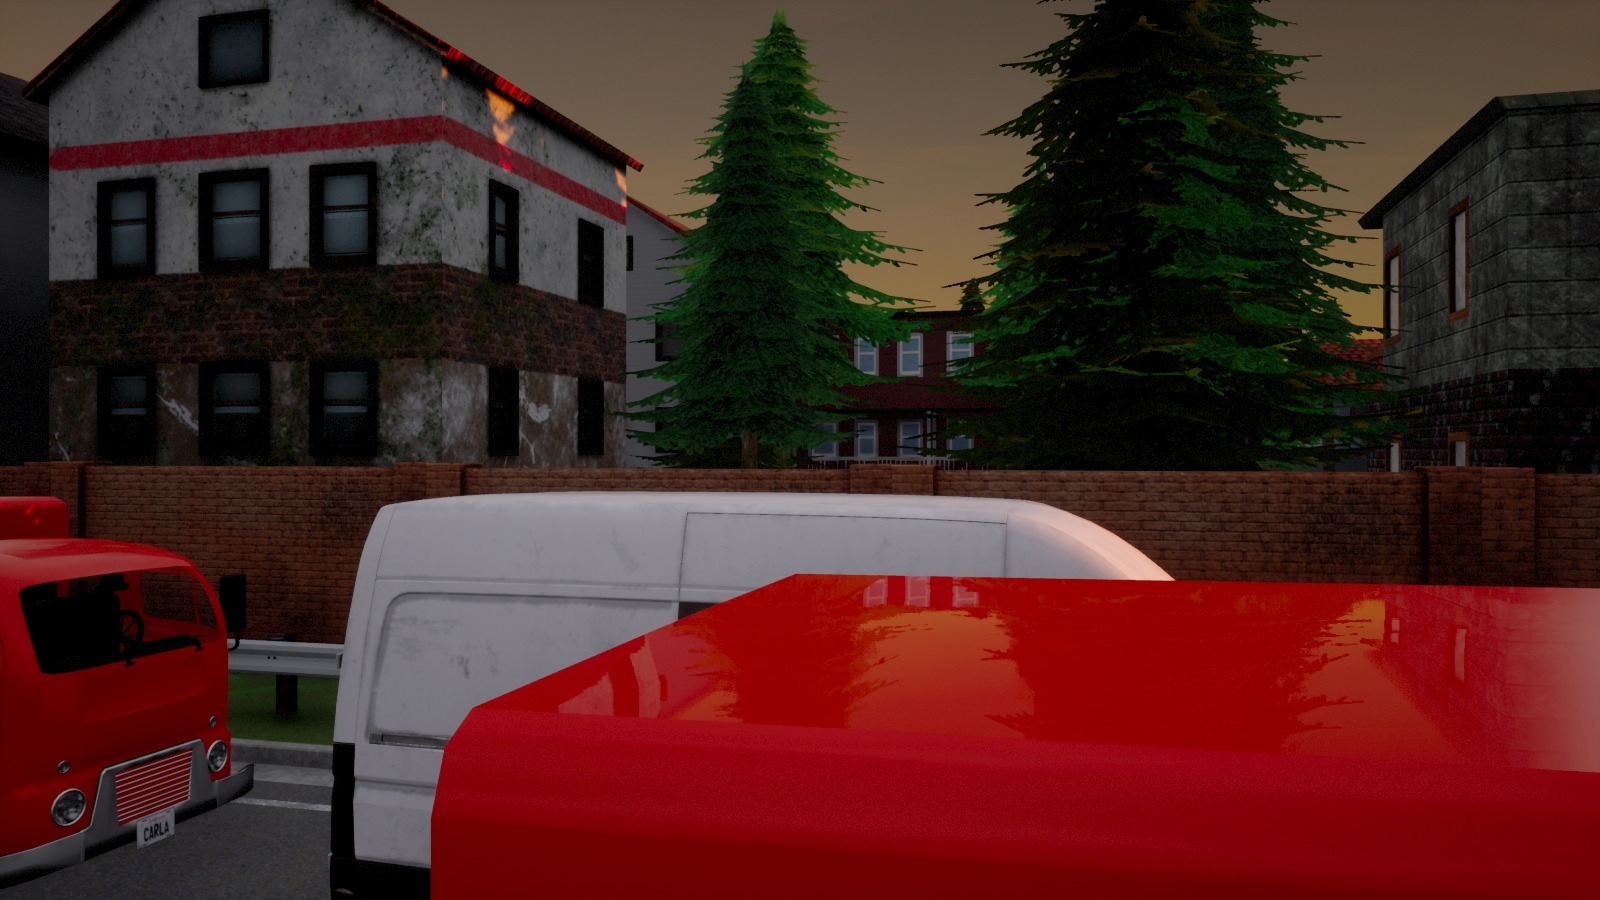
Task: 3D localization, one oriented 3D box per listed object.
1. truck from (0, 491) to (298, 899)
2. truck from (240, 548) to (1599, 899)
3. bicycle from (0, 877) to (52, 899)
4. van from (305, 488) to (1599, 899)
[{"bbox_3d":[-6.587,1.568,7.895,5.204,2.467,2.627,0,0,15],"label":"truck"},{"bbox_3d":[2.192,1.568,1.959,5.204,2.467,2.627,0,0,15],"label":"truck"},{"bbox_3d":[-3.101,2.056,3.494,1.643,1.496,0.373,0,0,16],"label":"bicycle"},{"bbox_3d":[0.608,1.535,6.000,5.915,2.561,1.988,0,0,15],"label":"van"}]
